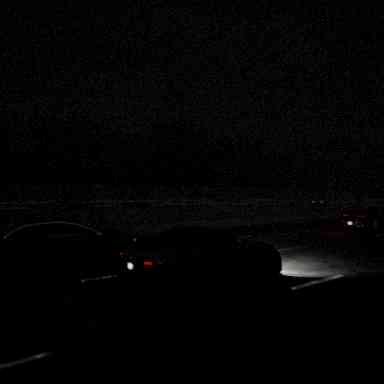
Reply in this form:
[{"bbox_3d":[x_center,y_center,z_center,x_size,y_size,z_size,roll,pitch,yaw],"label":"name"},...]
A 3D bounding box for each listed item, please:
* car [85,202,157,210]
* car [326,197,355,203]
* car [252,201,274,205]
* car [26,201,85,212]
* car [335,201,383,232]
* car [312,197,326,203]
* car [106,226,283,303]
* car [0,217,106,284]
[{"bbox_3d":[-4.304,1.479,22.423,4.892,1.490,1.837,0,0,-36],"label":"car"},{"bbox_3d":[23.072,1.590,50.500,4.553,1.767,2.097,1,0,-35],"label":"car"},{"bbox_3d":[7.214,1.629,34.941,4.718,1.301,1.895,0,0,-35],"label":"car"},{"bbox_3d":[-10.282,1.483,26.754,4.892,1.490,1.837,0,0,-36],"label":"car"},{"bbox_3d":[10.853,1.503,20.096,4.892,1.490,1.837,0,0,-36],"label":"car"},{"bbox_3d":[21.351,1.594,53.563,4.553,1.767,2.097,1,0,-35],"label":"car"},{"bbox_3d":[0.315,1.548,8.272,4.181,1.385,1.994,0,0,-36],"label":"car"},{"bbox_3d":[-3.861,1.482,9.592,4.902,1.511,2.128,0,0,-36],"label":"car"}]
